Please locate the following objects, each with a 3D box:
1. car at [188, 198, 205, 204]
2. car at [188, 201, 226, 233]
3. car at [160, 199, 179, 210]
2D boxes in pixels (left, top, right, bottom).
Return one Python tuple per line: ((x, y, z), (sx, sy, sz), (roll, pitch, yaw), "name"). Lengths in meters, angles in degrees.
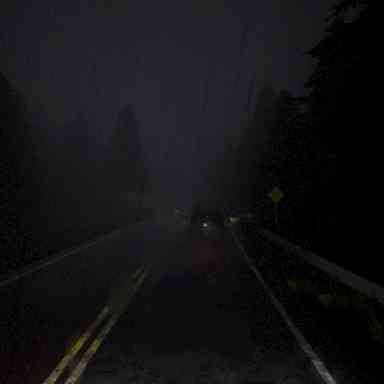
((0.672, 1.545, 41.597), (1.837, 1.490, 4.892), (1, 0, -9), "car")
((0.910, 1.507, 19.606), (1.837, 1.490, 4.892), (0, 0, 4), "car")
((-2.942, 1.585, 42.941), (1.895, 1.301, 4.718), (1, 0, -12), "car")
